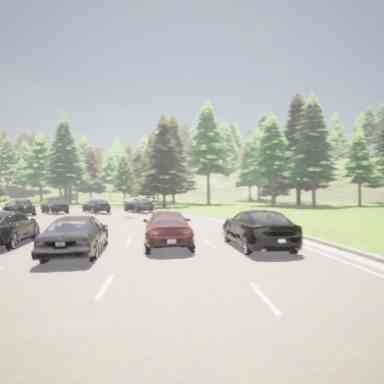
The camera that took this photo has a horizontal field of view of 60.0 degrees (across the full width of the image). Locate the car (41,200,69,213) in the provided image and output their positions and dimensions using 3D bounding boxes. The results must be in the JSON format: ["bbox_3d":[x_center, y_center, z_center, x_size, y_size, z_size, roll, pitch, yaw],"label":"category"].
[{"bbox_3d":[-15.013,1.641,36.297,1.837,1.490,4.892,1,-1,-42],"label":"car"}]

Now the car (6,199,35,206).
[{"bbox_3d":[-17.616,1.525,33.917,2.097,1.767,4.553,-1,0,-42],"label":"car"}]

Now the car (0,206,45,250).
[{"bbox_3d":[-8.243,1.588,14.611,1.837,1.490,4.892,0,0,-9],"label":"car"}]

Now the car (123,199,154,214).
[{"bbox_3d":[-5.952,1.510,36.548,2.128,1.511,4.902,-1,0,-35],"label":"car"}]

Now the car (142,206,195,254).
[{"bbox_3d":[-1.011,1.517,13.570,1.812,1.442,4.674,-1,0,-8],"label":"car"}]

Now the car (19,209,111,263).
[{"bbox_3d":[-4.233,1.582,12.267,2.033,1.411,5.357,-1,0,-8],"label":"car"}]

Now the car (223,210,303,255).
[{"bbox_3d":[2.560,1.424,13.118,1.882,1.535,5.008,-1,0,-8],"label":"car"}]

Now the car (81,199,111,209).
[{"bbox_3d":[-10.551,1.583,36.425,1.837,1.490,4.892,0,-1,-39],"label":"car"}]
